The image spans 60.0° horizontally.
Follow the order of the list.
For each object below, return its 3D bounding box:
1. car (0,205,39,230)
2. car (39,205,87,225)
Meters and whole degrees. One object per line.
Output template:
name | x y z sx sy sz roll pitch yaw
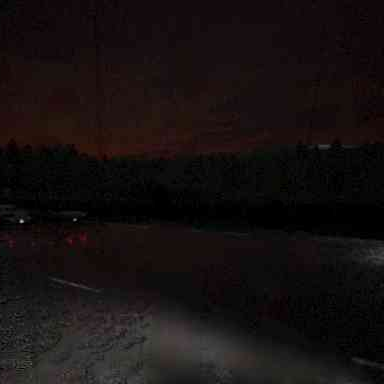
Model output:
car | -12.051 1.524 21.201 4.674 1.442 1.812 0 0 36
car | -9.758 1.599 23.865 4.718 1.301 1.895 0 0 36
